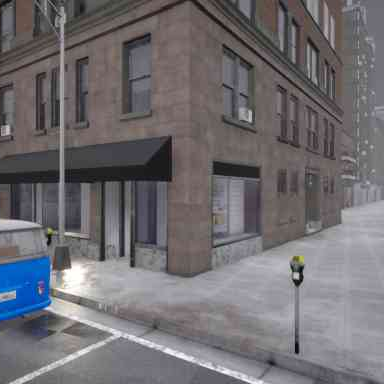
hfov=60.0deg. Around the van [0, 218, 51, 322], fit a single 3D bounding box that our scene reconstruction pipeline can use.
[{"bbox_3d":[-4.308,1.340,6.092,3.998,1.788,1.690,0,0,35],"label":"van"}]
